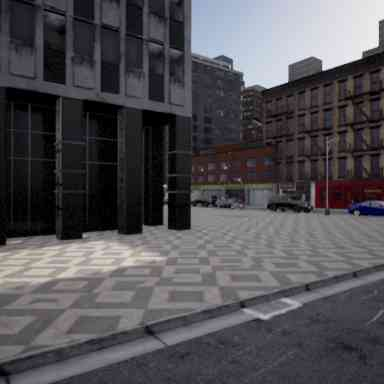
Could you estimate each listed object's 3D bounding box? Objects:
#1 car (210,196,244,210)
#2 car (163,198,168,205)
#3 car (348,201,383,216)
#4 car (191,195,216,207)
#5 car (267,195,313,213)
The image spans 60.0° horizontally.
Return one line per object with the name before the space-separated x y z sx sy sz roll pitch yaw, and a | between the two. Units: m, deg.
car | 5.286 1.726 47.076 2.128 1.511 4.902 0 0 -36
car | -4.041 1.843 65.042 1.837 1.490 4.892 0 0 -36
car | 17.167 1.577 30.820 1.882 1.535 5.008 0 -1 -37
car | 2.175 1.521 56.641 2.150 2.045 5.566 0 0 -36
car | 11.320 1.392 38.821 2.150 2.045 5.566 0 -1 -36
